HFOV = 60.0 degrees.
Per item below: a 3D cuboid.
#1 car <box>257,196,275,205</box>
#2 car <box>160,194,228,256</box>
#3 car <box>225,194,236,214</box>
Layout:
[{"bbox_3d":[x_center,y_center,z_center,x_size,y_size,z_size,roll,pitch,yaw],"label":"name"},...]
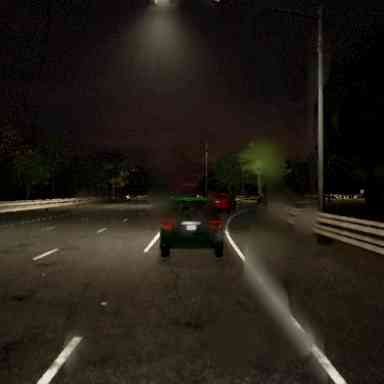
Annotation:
[{"bbox_3d":[12.615,1.479,56.757,1.837,1.490,4.892,-1,-1,31],"label":"car"},{"bbox_3d":[0.048,1.209,13.164,2.150,2.045,5.566,0,0,2],"label":"car"},{"bbox_3d":[3.327,1.186,35.691,2.150,2.045,5.566,0,0,16],"label":"car"}]
